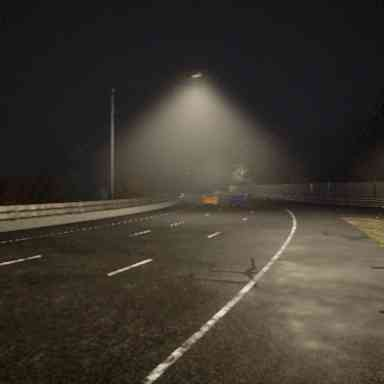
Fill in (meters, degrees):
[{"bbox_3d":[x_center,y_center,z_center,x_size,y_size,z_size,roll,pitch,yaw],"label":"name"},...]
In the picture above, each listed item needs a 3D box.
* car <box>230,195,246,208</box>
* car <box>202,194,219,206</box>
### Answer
[{"bbox_3d":[5.638,1.057,40.748,1.882,1.535,5.008,1,1,8],"label":"car"},{"bbox_3d":[2.427,1.003,43.193,1.882,1.535,5.008,1,1,7],"label":"car"}]
